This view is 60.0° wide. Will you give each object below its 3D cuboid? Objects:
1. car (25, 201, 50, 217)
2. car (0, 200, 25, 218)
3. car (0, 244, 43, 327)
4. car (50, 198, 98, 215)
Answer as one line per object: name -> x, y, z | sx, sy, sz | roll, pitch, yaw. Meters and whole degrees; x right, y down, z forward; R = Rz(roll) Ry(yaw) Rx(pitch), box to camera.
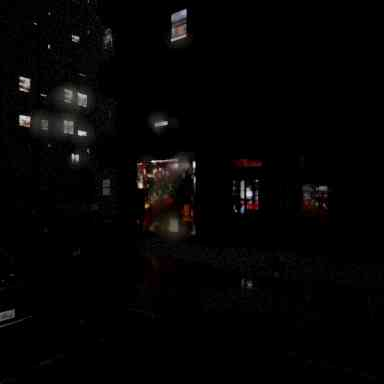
car -> -13.997, 1.352, 26.093 | 2.008, 1.369, 4.403 | 1, 1, 35
car -> -14.121, 1.356, 21.888 | 1.837, 1.490, 4.892 | 0, 1, 39
car -> -4.462, 1.552, 6.069 | 4.403, 1.369, 2.008 | 0, 0, 36
car -> -10.901, 1.251, 30.513 | 1.752, 1.417, 4.829 | 1, 1, 35
